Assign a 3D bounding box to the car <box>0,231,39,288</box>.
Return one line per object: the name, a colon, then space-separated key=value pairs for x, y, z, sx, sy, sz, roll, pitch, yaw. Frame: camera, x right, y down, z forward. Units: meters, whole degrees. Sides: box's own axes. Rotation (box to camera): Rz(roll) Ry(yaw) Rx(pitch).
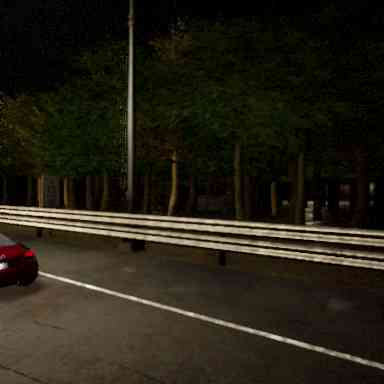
car: x=-5.559 y=1.489 z=7.961 sx=4.181 sy=1.385 sz=1.994 roll=0 pitch=0 yaw=35
